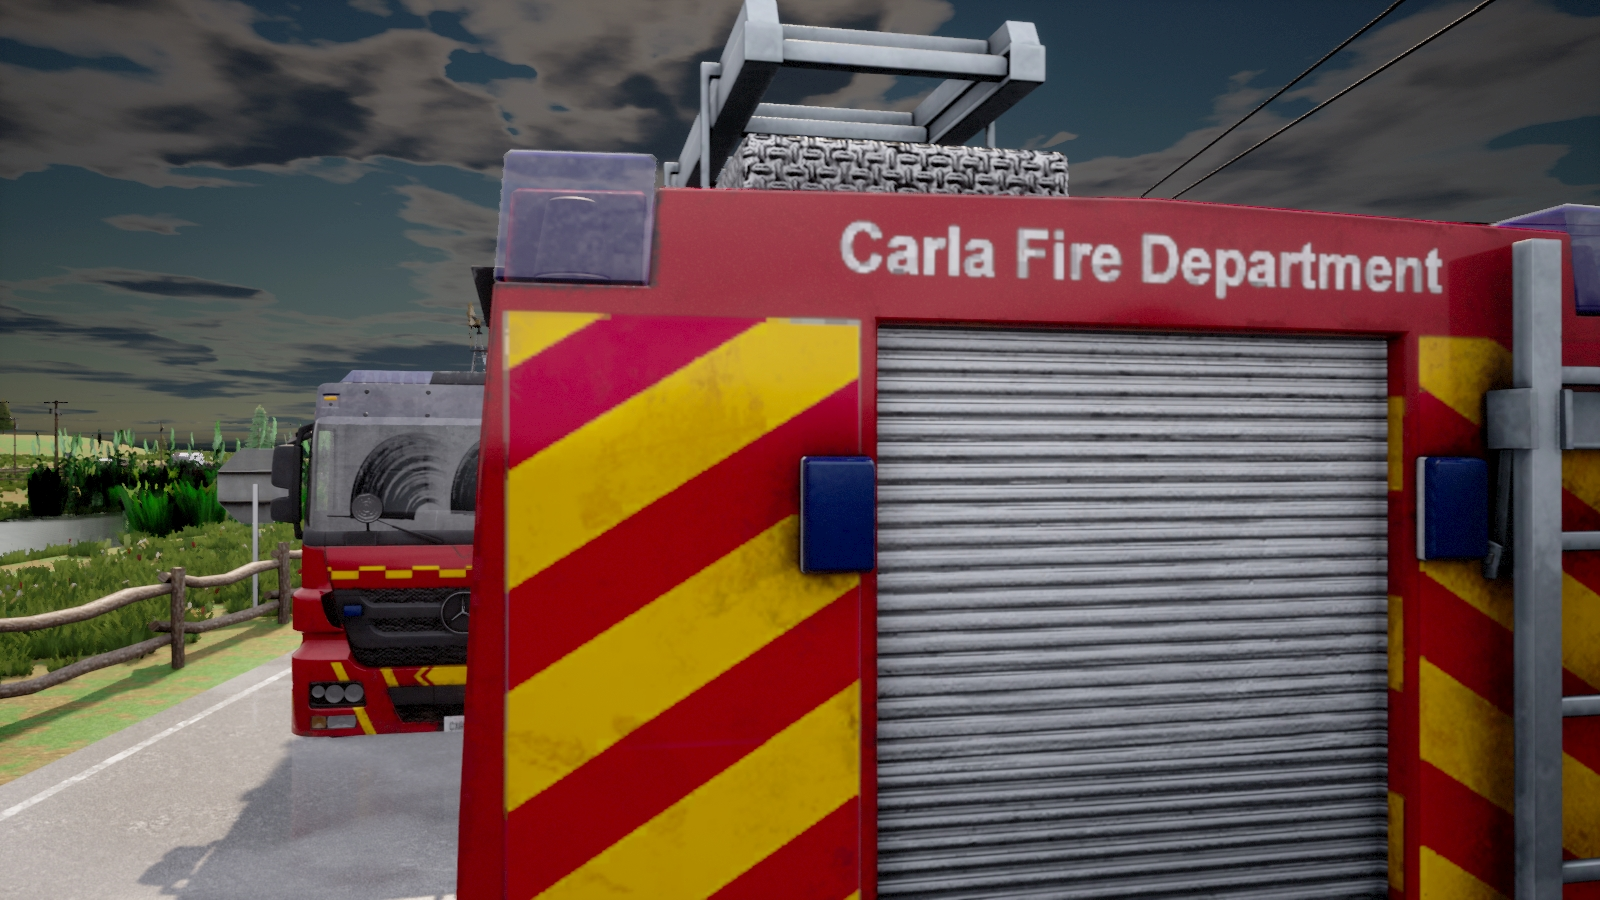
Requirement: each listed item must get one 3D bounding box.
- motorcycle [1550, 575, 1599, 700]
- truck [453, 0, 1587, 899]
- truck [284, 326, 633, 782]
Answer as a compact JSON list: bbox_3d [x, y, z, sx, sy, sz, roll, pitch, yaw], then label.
[{"bbox_3d":[9.838,2.142,13.221,1.805,1.316,0.856,0,0,-7],"label":"motorcycle"},{"bbox_3d":[-0.208,0.864,6.874,2.891,3.827,8.468,0,0,-12],"label":"truck"},{"bbox_3d":[-3.863,0.862,14.034,2.891,3.827,8.468,0,0,-13],"label":"truck"}]
